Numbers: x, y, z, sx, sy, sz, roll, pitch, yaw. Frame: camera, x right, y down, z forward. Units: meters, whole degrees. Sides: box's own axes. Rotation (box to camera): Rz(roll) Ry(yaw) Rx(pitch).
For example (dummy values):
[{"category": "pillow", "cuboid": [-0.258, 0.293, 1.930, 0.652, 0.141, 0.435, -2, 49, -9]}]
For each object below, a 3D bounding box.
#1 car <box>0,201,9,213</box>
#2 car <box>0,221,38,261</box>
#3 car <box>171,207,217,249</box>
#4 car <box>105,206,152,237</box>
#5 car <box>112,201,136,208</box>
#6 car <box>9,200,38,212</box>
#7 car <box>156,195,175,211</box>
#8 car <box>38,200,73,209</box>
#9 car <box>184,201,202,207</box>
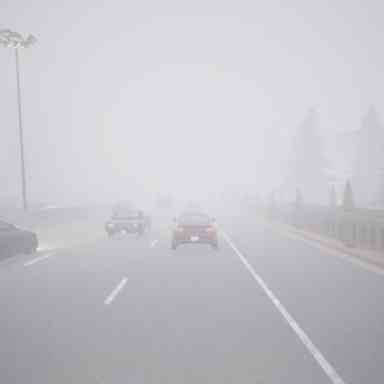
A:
[{"category": "car", "cuboid": [-20.993, 1.715, 37.122, 1.812, 1.442, 4.674, 0, 0, 0]}, {"category": "car", "cuboid": [-6.898, 1.618, 11.092, 1.994, 1.385, 4.181, 0, 0, 0]}, {"category": "car", "cuboid": [0.102, 1.595, 14.761, 1.812, 1.442, 4.674, 0, 0, 0]}, {"category": "car", "cuboid": [-3.397, 1.686, 18.683, 1.895, 1.301, 4.718, 0, 0, 0]}, {"category": "car", "cuboid": [-6.895, 1.650, 33.884, 1.837, 1.490, 4.892, 0, -1, 0]}, {"category": "car", "cuboid": [-17.501, 1.637, 36.533, 1.882, 1.535, 5.008, 0, -1, 0]}, {"category": "car", "cuboid": [-3.395, 1.397, 42.933, 2.150, 2.045, 5.566, 0, 0, 0]}, {"category": "car", "cuboid": [-14.015, 1.678, 35.105, 1.812, 1.442, 4.674, 0, 0, 0]}, {"category": "car", "cuboid": [0.106, 1.699, 35.423, 2.033, 1.411, 5.357, 0, 0, 0]}]
